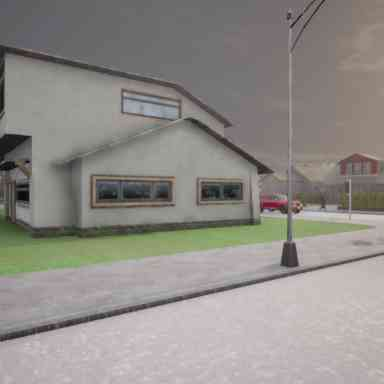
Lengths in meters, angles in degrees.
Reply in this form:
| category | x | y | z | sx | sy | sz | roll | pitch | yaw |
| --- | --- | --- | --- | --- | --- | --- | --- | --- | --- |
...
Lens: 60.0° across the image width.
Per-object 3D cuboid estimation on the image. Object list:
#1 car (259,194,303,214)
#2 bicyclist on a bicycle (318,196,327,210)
| category | x | y | z | sx | sy | sz | roll | pitch | yaw |
| --- | --- | --- | --- | --- | --- | --- | --- | --- | --- |
| car | 9.038 | 1.222 | 35.391 | 2.150 | 2.045 | 5.566 | 0 | 0 | -35 |
| bicyclist on a bicycle | 15.828 | 1.349 | 40.329 | 1.656 | 1.620 | 0.582 | 0 | 0 | -35 |
